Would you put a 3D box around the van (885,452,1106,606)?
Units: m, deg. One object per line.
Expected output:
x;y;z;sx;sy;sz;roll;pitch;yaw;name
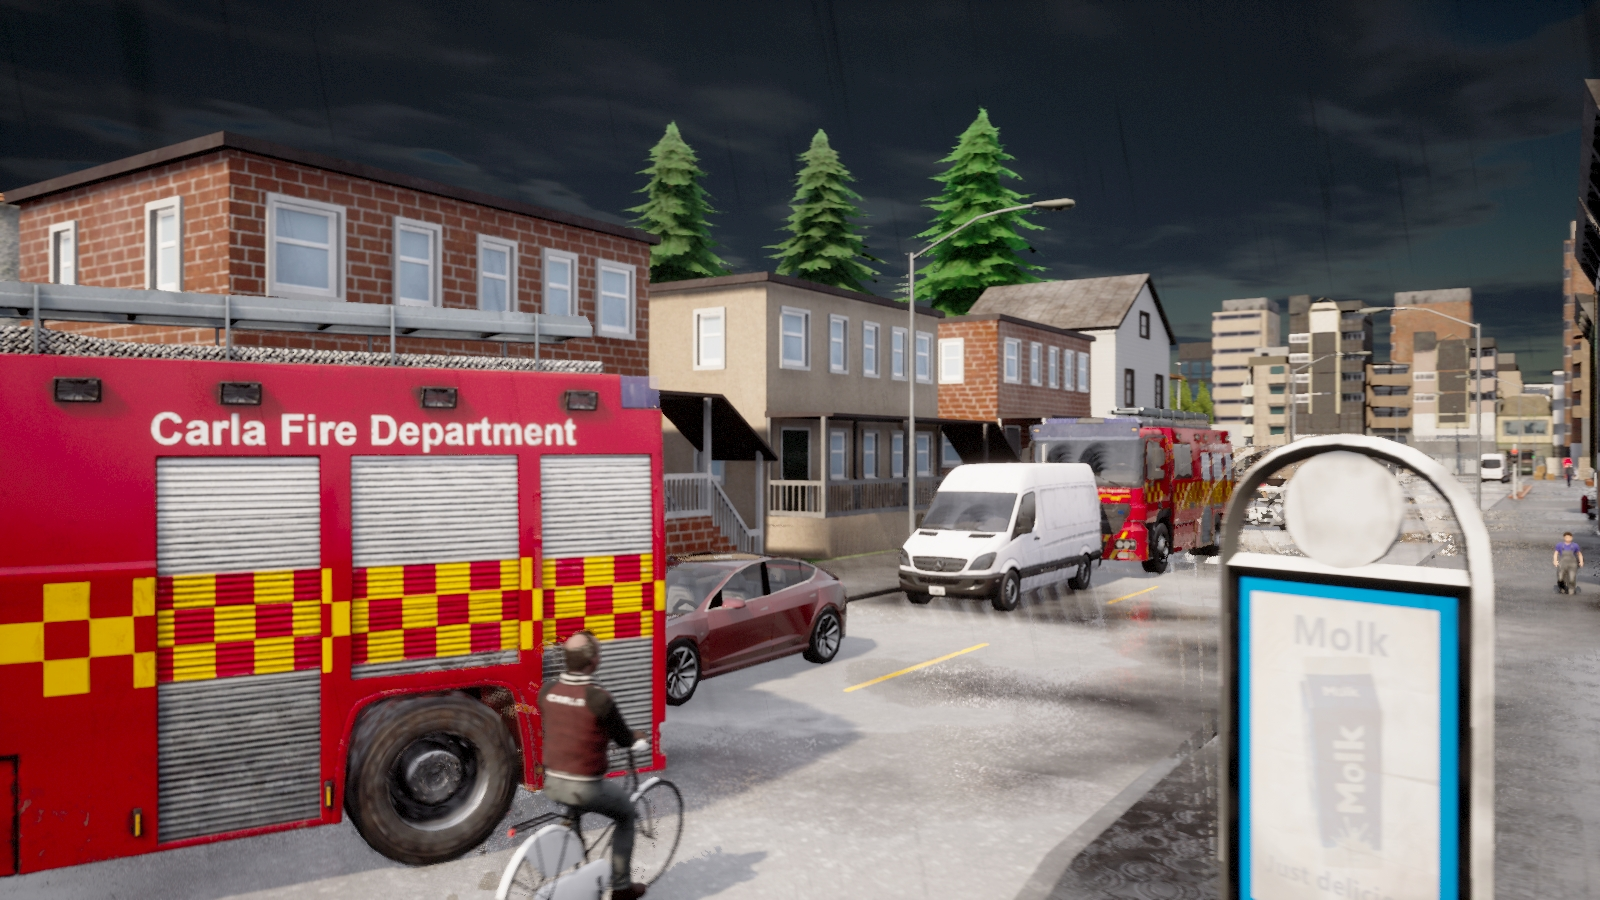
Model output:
3.984;1.331;22.156;1.988;2.561;5.915;0;0;34;van

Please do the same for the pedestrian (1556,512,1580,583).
14.403;1.824;21.437;0.375;1.300;0.375;0;0;33;pedestrian

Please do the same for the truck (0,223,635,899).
-5.564;0.672;7.259;8.468;3.827;2.891;0;0;-32;truck

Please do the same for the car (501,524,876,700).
-1.182;1.852;14.432;2.163;1.488;4.792;0;0;34;car

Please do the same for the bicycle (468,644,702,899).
-1.196;1.944;6.750;0.329;1.271;1.835;3;1;24;bicycle

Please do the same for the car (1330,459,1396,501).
30.592;1.585;61.962;2.390;2.098;6.274;0;0;34;car

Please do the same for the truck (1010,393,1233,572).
8.336;0.692;28.662;2.891;3.827;8.468;0;0;34;truck

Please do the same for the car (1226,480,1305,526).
16.999;1.878;41.632;1.970;1.475;3.806;0;0;34;car
